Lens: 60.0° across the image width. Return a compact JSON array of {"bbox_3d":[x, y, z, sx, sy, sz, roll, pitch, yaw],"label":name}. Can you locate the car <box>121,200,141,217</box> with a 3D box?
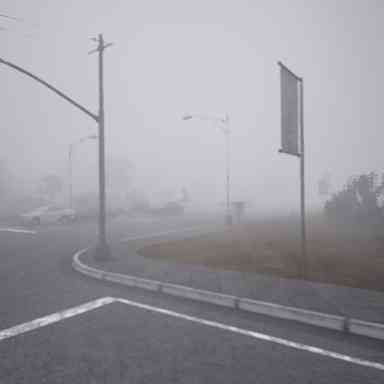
[{"bbox_3d":[-6.207,1.665,35.762,2.097,1.767,4.553,-1,-1,32],"label":"car"}]

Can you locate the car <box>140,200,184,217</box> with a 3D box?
[{"bbox_3d":[-2.736,1.748,34.704,1.882,1.535,5.008,-1,0,32],"label":"car"}]

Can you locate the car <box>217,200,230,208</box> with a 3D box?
[{"bbox_3d":[5.869,1.928,54.742,1.895,1.301,4.718,-1,0,33],"label":"car"}]

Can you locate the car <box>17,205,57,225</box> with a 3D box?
[{"bbox_3d":[-11.717,1.830,27.082,1.812,1.442,4.674,-1,0,33],"label":"car"}]

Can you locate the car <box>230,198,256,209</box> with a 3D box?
[{"bbox_3d":[8.368,1.762,52.164,1.882,1.535,5.008,-1,-1,33],"label":"car"}]

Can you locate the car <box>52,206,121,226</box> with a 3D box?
[{"bbox_3d":[-8.158,1.863,26.111,1.895,1.301,4.718,-1,0,30],"label":"car"}]
